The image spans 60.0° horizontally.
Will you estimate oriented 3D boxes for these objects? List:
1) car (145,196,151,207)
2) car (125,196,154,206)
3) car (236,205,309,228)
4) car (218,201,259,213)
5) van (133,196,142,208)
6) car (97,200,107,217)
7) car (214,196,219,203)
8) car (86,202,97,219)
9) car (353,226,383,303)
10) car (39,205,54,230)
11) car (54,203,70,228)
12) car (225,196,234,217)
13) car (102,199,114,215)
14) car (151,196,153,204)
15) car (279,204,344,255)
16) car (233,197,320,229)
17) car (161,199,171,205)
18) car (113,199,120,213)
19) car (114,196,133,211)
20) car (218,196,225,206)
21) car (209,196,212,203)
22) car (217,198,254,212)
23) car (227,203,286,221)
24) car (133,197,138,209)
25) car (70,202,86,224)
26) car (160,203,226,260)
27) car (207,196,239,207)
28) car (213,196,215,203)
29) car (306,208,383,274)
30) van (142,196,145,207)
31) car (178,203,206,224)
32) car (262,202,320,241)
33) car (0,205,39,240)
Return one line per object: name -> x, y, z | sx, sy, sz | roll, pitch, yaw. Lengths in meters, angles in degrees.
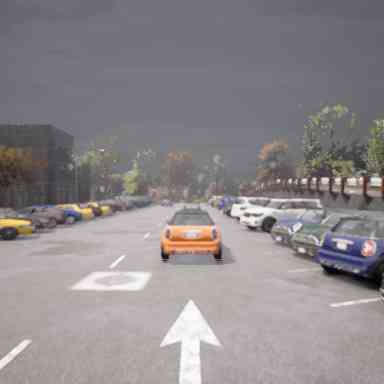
car -> -10.947, 1.813, 61.047 | 5.566, 2.045, 2.435 | -1, -1, -20
car -> -10.980, 1.895, 69.890 | 5.566, 2.045, 2.435 | -1, 0, -20
car -> 5.907, 1.752, 24.495 | 4.792, 1.488, 2.163 | 1, 0, -20
car -> 5.927, 1.925, 42.630 | 4.792, 1.488, 2.163 | 1, 0, -20
van -> -11.086, 1.786, 55.070 | 4.442, 1.987, 1.878 | -1, 0, -20
car -> -11.001, 1.787, 31.446 | 5.008, 1.535, 2.097 | -1, 0, -20
car -> 5.984, 1.616, 39.631 | 5.566, 2.045, 2.435 | 1, -1, -20
car -> -11.176, 1.757, 28.412 | 5.366, 1.575, 1.946 | -1, 0, -20
car -> 5.922, 1.551, 6.374 | 4.892, 1.521, 2.231 | 1, 0, -20
car -> -11.018, 1.675, 19.601 | 4.892, 1.521, 2.231 | -1, -1, -20
car -> -11.036, 1.732, 22.550 | 4.792, 1.488, 2.163 | -1, 0, -20
car -> 5.973, 1.501, 27.541 | 5.566, 2.045, 2.435 | 1, -1, -20
car -> -11.168, 1.814, 34.330 | 5.366, 1.575, 1.946 | -1, 0, -20
car -> -10.942, 1.841, 64.006 | 5.566, 2.045, 2.435 | -1, -1, -20
car -> 5.955, 1.483, 12.427 | 4.553, 1.767, 2.185 | 1, 0, -20
car -> 5.911, 1.442, 21.474 | 5.566, 2.045, 2.435 | 1, 0, -20
car -> -4.987, 2.135, 64.329 | 1.812, 1.442, 4.674 | 0, -1, 1
car -> -10.970, 1.872, 37.375 | 4.792, 1.488, 2.163 | -1, -1, -20
car -> -11.015, 1.802, 46.227 | 4.553, 1.767, 2.185 | -1, -1, -20
car -> 5.918, 1.557, 33.569 | 5.566, 2.045, 2.435 | 1, 0, -20
car -> 5.962, 1.813, 60.754 | 5.566, 2.045, 2.435 | 1, 0, -20
car -> 5.933, 1.798, 45.655 | 4.553, 1.767, 2.185 | 1, -1, -20
car -> 5.930, 1.781, 30.559 | 4.892, 1.521, 2.231 | 1, -1, -20
car -> -10.980, 1.956, 49.201 | 4.892, 1.521, 2.231 | -1, 0, -20
car -> -11.006, 1.730, 25.516 | 5.008, 1.535, 2.097 | -1, -1, -20
car -> -0.004, 1.478, 13.145 | 2.097, 1.767, 4.553 | 0, -1, 0
car -> 6.006, 1.842, 63.815 | 5.566, 2.045, 2.435 | 1, -1, -20
car -> 5.929, 1.827, 48.685 | 4.553, 1.767, 2.185 | 1, -1, -20
car -> 5.891, 1.453, 9.389 | 4.553, 1.767, 2.185 | 1, -1, -20
van -> -11.082, 1.813, 58.029 | 4.442, 1.987, 1.878 | -1, 0, -20
car -> 0.014, 1.764, 28.227 | 2.128, 1.511, 4.902 | 0, 0, 1
car -> 5.953, 1.511, 15.454 | 4.553, 1.767, 2.185 | 1, 0, -20
car -> -10.849, 1.641, 16.718 | 5.366, 1.575, 1.946 | -1, -1, -20
